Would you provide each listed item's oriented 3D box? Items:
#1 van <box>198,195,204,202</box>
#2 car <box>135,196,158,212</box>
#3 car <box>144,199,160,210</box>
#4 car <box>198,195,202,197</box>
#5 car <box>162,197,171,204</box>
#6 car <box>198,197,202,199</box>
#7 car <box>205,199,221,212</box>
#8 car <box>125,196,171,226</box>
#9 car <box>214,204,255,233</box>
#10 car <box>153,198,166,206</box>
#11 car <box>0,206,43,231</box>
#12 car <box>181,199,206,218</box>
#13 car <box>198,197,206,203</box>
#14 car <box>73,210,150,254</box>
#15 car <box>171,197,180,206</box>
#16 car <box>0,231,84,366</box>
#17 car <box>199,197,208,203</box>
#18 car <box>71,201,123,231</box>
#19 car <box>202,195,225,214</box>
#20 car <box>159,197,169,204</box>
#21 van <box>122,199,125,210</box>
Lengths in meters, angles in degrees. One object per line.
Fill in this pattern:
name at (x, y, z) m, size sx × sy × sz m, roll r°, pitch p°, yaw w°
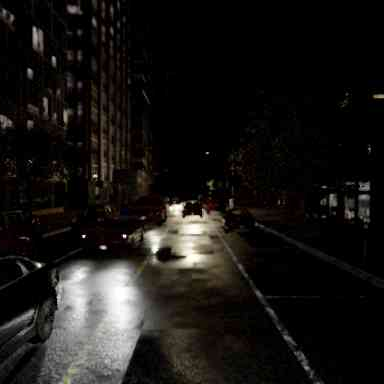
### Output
van at (2.511, 1.721, 92.698) m, size 1.690 × 1.788 × 3.998 m, roll -1°, pitch 0°, yaw 0°
car at (-5.780, 1.494, 42.883) m, size 2.192 × 1.841 × 5.009 m, roll -1°, pitch 0°, yaw 0°
car at (-5.787, 1.727, 48.248) m, size 1.752 × 1.417 × 4.829 m, roll -1°, pitch 0°, yaw 0°
car at (2.560, 1.582, 65.027) m, size 2.192 × 1.841 × 5.009 m, roll -1°, pitch 0°, yaw 0°
car at (-5.837, 1.839, 75.921) m, size 1.752 × 1.417 × 4.829 m, roll -1°, pitch 0°, yaw 0°
car at (0.024, 1.724, 42.664) m, size 2.033 × 1.411 × 5.357 m, roll 0°, pitch 0°, yaw -1°
car at (2.603, 1.703, 43.057) m, size 1.752 × 1.417 × 4.829 m, roll -1°, pitch 0°, yaw 0°
car at (-3.090, 1.325, 24.413) m, size 2.150 × 2.045 × 5.566 m, roll 0°, pitch 0°, yaw 1°
car at (2.656, 1.634, 20.014) m, size 2.008 × 1.369 × 4.403 m, roll -1°, pitch 0°, yaw 0°
car at (-5.807, 1.792, 59.487) m, size 1.887 × 1.381 × 4.507 m, roll -1°, pitch 0°, yaw 0°
car at (-5.822, 1.355, 8.947) m, size 2.192 × 1.841 × 5.009 m, roll -1°, pitch 0°, yaw 0°
car at (0.053, 1.656, 31.333) m, size 1.812 × 1.442 × 4.674 m, roll 0°, pitch 0°, yaw 0°
car at (2.534, 1.917, 81.628) m, size 1.802 × 1.307 × 4.206 m, roll -1°, pitch 0°, yaw 0°
car at (-3.117, 1.661, 13.939) m, size 1.895 × 1.301 × 4.718 m, roll 0°, pitch 0°, yaw 0°
car at (-3.155, 1.740, 60.104) m, size 2.128 × 1.511 × 4.902 m, roll 0°, pitch 0°, yaw 0°
car at (-3.105, 1.509, 3.687) m, size 2.128 × 1.511 × 4.902 m, roll 0°, pitch 0°, yaw 0°
car at (2.544, 1.878, 76.094) m, size 1.947 × 1.339 × 4.313 m, roll -1°, pitch 0°, yaw 0°
car at (-5.749, 1.526, 20.016) m, size 1.967 × 1.590 × 4.097 m, roll -1°, pitch 0°, yaw 0°
car at (2.609, 1.469, 37.354) m, size 2.192 × 1.841 × 5.009 m, roll -1°, pitch 0°, yaw 0°
car at (-5.827, 1.817, 70.386) m, size 1.752 × 1.417 × 4.829 m, roll -1°, pitch 0°, yaw 0°
van at (-5.760, 1.475, 31.814) m, size 1.690 × 1.788 × 3.998 m, roll -1°, pitch 0°, yaw 0°
